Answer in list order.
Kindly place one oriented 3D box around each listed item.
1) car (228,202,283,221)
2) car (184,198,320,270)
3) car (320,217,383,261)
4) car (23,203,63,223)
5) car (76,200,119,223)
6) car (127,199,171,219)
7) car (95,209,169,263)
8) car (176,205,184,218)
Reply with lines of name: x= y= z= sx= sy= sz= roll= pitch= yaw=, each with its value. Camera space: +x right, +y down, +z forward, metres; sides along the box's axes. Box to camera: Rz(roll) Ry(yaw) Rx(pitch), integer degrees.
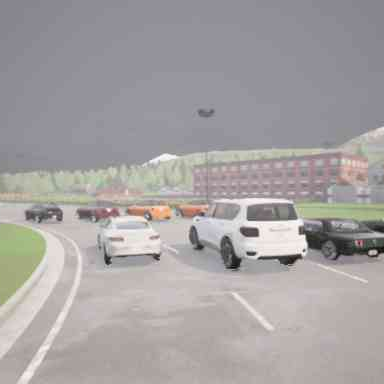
car: x=5.268 y=1.612 z=28.282 sx=1.895 sy=1.301 sz=4.718 roll=0 pitch=0 yaw=-33
car: x=1.592 y=1.231 z=11.436 sx=2.150 sy=2.045 sz=5.566 roll=0 pitch=0 yaw=-17
car: x=4.930 y=1.582 z=12.348 sx=1.895 sy=1.301 sz=4.718 roll=0 pitch=0 yaw=-17
car: x=-12.186 y=1.671 z=27.180 sx=1.837 sy=1.490 sz=4.892 roll=0 pitch=0 yaw=-44
car: x=-7.865 y=1.480 z=27.583 sx=2.097 sy=1.767 sz=4.553 roll=0 pitch=0 yaw=-41
car: x=-3.794 y=1.445 z=28.189 sx=2.097 sy=1.767 sz=4.553 roll=0 pitch=0 yaw=-40
car: x=-2.388 y=1.573 z=12.187 sx=1.812 sy=1.442 sz=4.674 roll=0 pitch=0 yaw=-19
car: x=0.538 y=1.407 z=28.818 sx=2.097 sy=1.767 sz=4.553 roll=-1 pitch=0 yaw=-36
